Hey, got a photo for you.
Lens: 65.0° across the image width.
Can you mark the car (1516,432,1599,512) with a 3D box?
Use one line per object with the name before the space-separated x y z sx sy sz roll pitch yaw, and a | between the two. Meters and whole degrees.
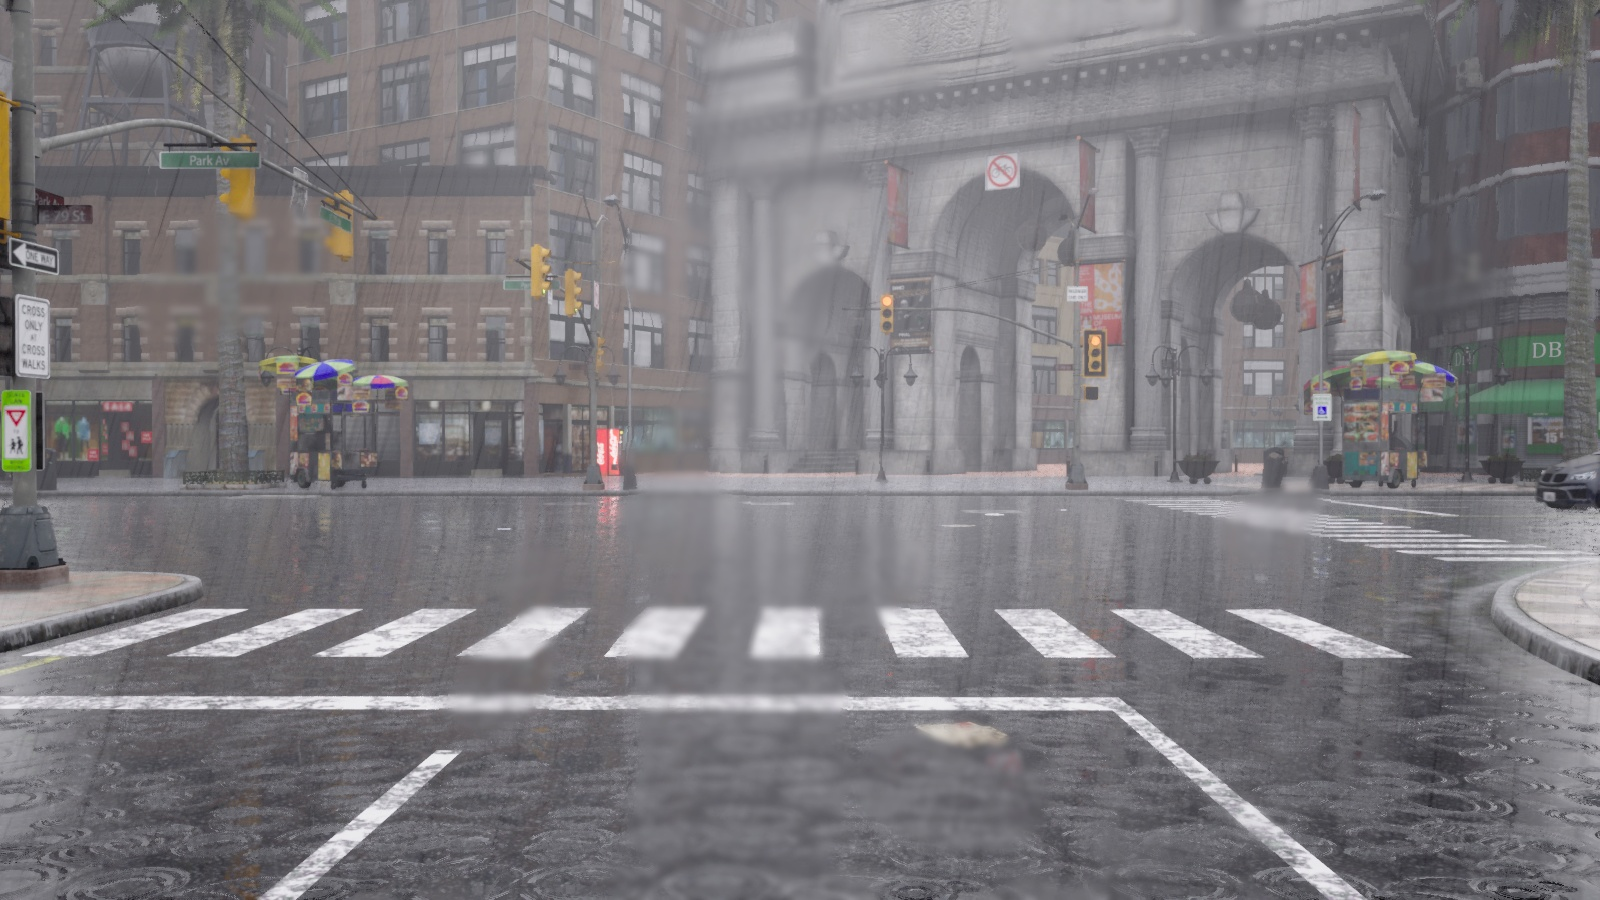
car | 18.381 0.453 27.071 4.611 1.667 2.242 0 0 1
